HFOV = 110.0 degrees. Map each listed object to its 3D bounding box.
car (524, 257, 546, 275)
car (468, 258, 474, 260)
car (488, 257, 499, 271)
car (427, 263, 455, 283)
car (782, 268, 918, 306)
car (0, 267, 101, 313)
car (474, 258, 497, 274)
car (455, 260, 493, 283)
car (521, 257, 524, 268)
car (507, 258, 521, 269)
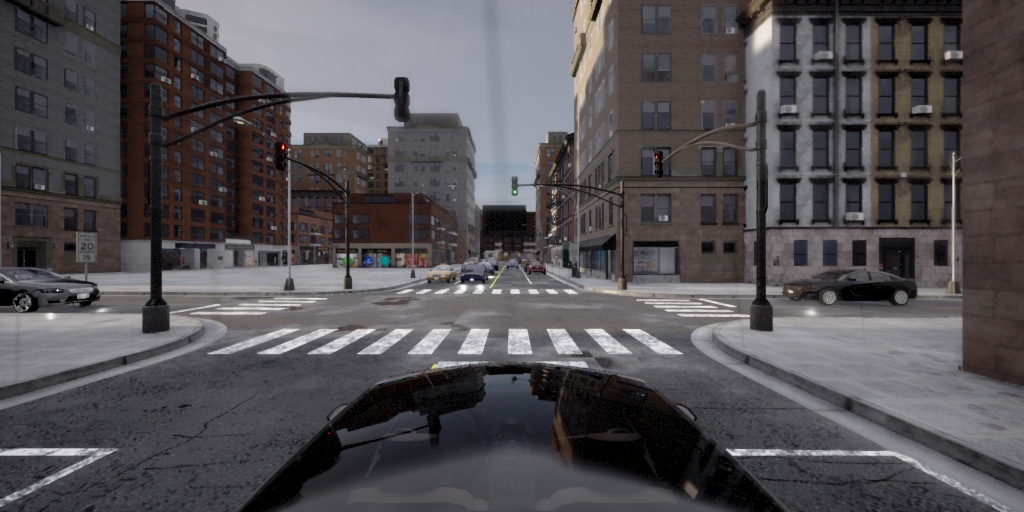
[{"bbox_3d":[2.652,1.191,39.380,1.967,1.591,4.097,0,0,0],"label":"car"},{"bbox_3d":[-5.371,1.302,45.045,2.007,1.370,4.403,0,0,0],"label":"car"},{"bbox_3d":[-2.815,1.230,48.682,1.882,1.535,5.008,0,0,0],"label":"car"},{"bbox_3d":[-5.377,1.276,27.889,1.751,1.417,4.829,0,0,0],"label":"car"},{"bbox_3d":[14.778,1.310,15.845,5.008,1.535,1.882,0,0,-1],"label":"car"},{"bbox_3d":[-17.844,1.159,12.872,4.902,1.511,2.128,0,0,0],"label":"car"},{"bbox_3d":[-2.837,1.277,38.192,1.812,1.442,4.674,0,0,0],"label":"car"},{"bbox_3d":[-2.838,1.298,28.142,2.033,1.411,5.357,0,0,0],"label":"car"},{"bbox_3d":[2.654,1.067,45.042,2.192,1.841,5.009,0,0,0],"label":"car"},{"bbox_3d":[0.112,1.300,57.452,2.033,1.411,5.357,0,0,1],"label":"car"}]
